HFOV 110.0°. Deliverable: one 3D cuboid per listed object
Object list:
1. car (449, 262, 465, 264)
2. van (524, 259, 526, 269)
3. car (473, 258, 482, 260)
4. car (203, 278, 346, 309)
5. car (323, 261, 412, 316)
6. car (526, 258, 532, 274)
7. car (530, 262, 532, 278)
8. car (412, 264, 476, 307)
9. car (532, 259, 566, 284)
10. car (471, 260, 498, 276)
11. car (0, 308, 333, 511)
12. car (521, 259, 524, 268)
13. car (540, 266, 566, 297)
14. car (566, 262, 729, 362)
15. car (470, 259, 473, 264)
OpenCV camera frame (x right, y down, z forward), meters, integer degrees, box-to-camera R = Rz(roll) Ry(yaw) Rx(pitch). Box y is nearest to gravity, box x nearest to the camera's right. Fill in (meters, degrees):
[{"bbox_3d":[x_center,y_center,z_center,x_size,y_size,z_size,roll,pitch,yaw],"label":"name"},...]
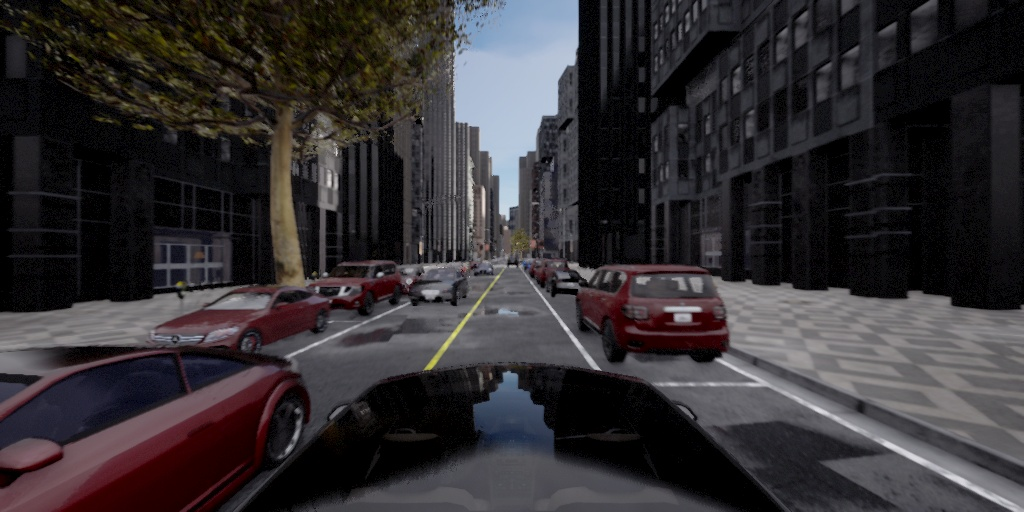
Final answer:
[{"bbox_3d":[-5.699,1.323,35.763,1.967,1.591,4.097,0,0,0],"label":"car"},{"bbox_3d":[2.847,1.276,46.777,1.690,1.789,3.998,0,0,0],"label":"van"},{"bbox_3d":[-5.657,1.290,57.816,2.192,1.841,5.009,0,0,0],"label":"car"},{"bbox_3d":[-5.753,1.353,8.198,1.802,1.307,4.207,0,0,0],"label":"car"},{"bbox_3d":[-5.742,1.108,13.711,2.192,1.841,5.009,0,0,0],"label":"car"},{"bbox_3d":[2.826,1.204,35.752,2.192,1.841,5.009,0,0,0],"label":"car"},{"bbox_3d":[2.815,1.412,30.239,1.888,1.381,4.507,0,0,0],"label":"car"},{"bbox_3d":[-3.056,1.294,15.910,2.128,1.511,4.902,0,0,0],"label":"car"},{"bbox_3d":[2.804,1.158,24.727,2.192,1.841,5.009,0,0,0],"label":"car"},{"bbox_3d":[-2.946,1.463,38.895,1.994,1.385,4.181,0,0,0],"label":"car"},{"bbox_3d":[-3.103,1.313,2.057,1.994,1.385,4.181,0,0,0],"label":"car"},{"bbox_3d":[2.869,1.547,57.803,1.948,1.339,4.313,0,0,0],"label":"car"},{"bbox_3d":[2.794,1.387,19.214,1.948,1.339,4.313,0,0,0],"label":"car"},{"bbox_3d":[2.772,1.092,8.189,2.192,1.841,5.009,0,0,0],"label":"car"},{"bbox_3d":[-5.689,1.432,41.106,1.751,1.417,4.829,0,0,0],"label":"car"}]
